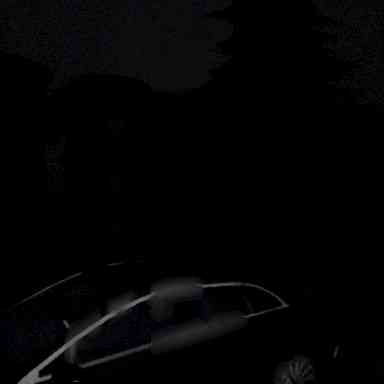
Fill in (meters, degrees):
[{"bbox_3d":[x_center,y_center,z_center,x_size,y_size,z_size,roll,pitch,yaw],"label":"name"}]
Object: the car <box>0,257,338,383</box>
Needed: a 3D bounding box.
[{"bbox_3d":[-0.644,1.498,3.279,4.902,1.511,2.128,1,0,-32],"label":"car"}]
